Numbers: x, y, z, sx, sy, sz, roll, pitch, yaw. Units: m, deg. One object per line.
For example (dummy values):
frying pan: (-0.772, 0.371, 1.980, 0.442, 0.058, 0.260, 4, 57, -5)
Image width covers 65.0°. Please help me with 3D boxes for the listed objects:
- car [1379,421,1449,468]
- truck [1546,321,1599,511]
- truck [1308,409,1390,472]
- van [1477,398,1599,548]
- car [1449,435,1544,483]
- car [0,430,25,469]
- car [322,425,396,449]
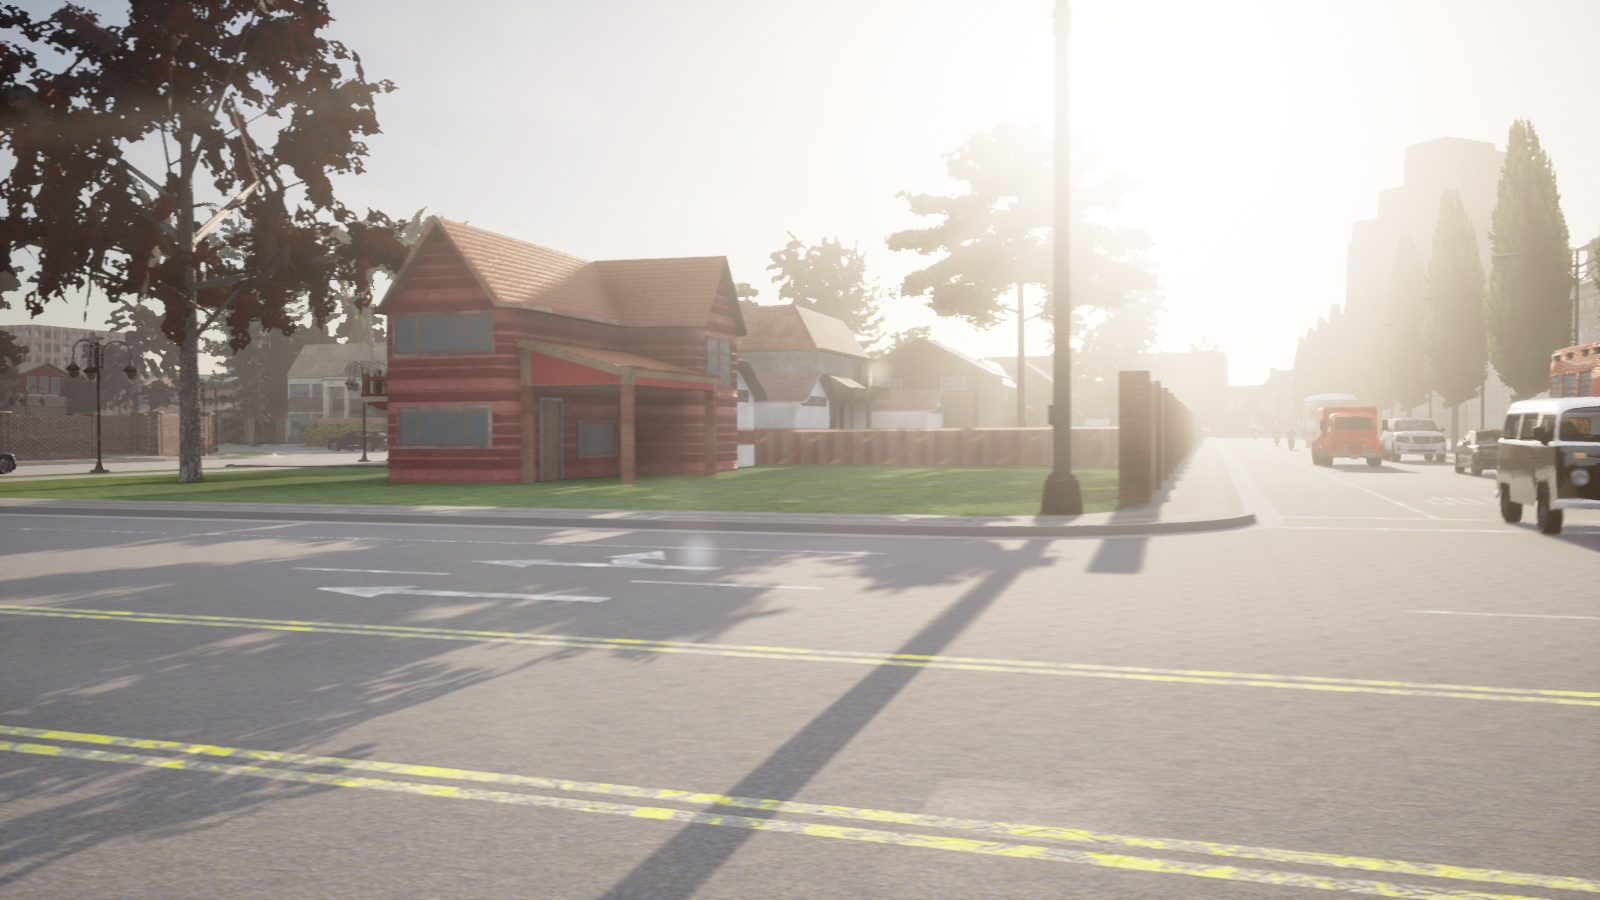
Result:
car: (28.523, -0.285, 58.523, 2.150, 2.045, 5.566, 1, 1, 18)
truck: (17.499, -0.670, 24.843, 2.891, 3.827, 8.468, 1, 1, 18)
truck: (22.871, -0.416, 52.501, 2.627, 2.467, 5.204, 1, 1, 18)
van: (11.938, 0.288, 19.146, 2.069, 2.038, 4.480, 1, 1, 18)
car: (22.963, 0.252, 41.556, 1.837, 1.490, 4.892, 1, 1, 18)
car: (-31.025, 0.002, 45.777, 1.812, 1.442, 4.674, 0, 1, 17)
car: (-32.033, -0.937, 91.220, 4.856, 1.649, 2.033, 1, 1, 17)
